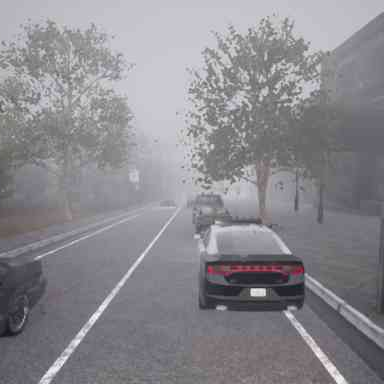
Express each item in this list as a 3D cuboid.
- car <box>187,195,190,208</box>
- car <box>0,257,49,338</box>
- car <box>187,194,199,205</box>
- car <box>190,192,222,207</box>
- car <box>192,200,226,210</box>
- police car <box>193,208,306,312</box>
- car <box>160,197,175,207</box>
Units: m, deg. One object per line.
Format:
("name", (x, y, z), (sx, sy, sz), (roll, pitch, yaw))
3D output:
("car", (0.220, 1.509, 45.892), (1.895, 1.301, 4.718), (0, 0, 0))
("car", (-3.588, 1.539, 3.874), (2.033, 1.411, 5.357), (0, 0, 0))
("car", (0.180, 1.237, 58.143), (2.097, 1.767, 4.553), (0, 0, 1))
("car", (1.120, 1.176, 23.927), (2.150, 2.045, 5.566), (0, 0, 0))
("car", (1.103, 1.442, 17.876), (1.882, 1.535, 5.008), (0, 0, 0))
("police car", (1.074, 1.409, 7.937), (1.930, 1.638, 5.238), (0, 0, 0))
("car", (-3.449, 1.468, 47.909), (1.994, 1.385, 4.181), (0, 0, 0))
